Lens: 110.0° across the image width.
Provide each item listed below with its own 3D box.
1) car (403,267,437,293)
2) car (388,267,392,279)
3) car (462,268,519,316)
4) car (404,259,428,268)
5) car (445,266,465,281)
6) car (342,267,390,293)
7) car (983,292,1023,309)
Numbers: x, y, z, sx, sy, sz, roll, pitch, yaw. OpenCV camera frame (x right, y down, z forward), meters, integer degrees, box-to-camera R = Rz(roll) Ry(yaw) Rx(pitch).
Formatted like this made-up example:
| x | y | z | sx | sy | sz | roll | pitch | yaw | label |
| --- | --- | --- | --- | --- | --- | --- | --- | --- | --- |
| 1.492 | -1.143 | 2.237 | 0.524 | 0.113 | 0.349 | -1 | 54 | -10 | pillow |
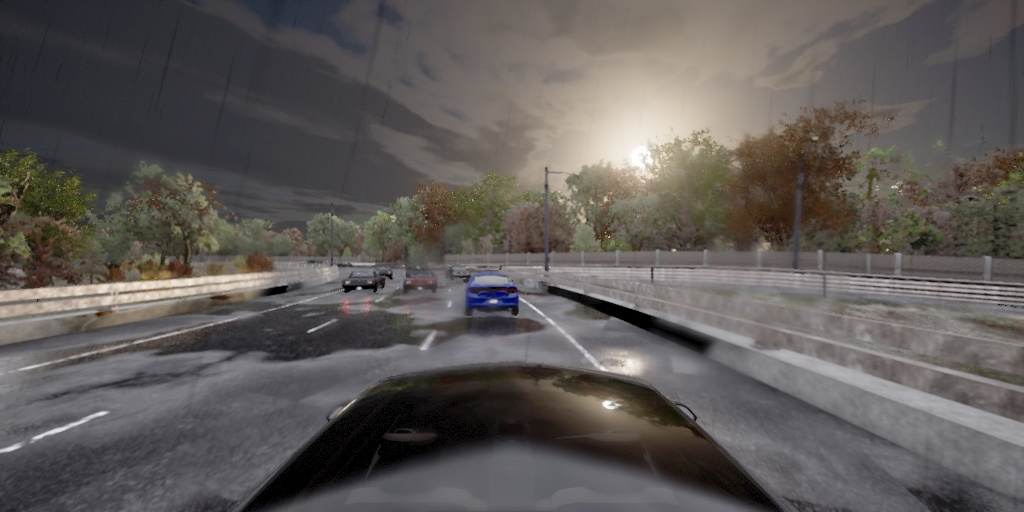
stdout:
| x | y | z | sx | sy | sz | roll | pitch | yaw | label |
| --- | --- | --- | --- | --- | --- | --- | --- | --- | --- |
| -5.803 | 1.597 | 23.084 | 1.895 | 1.301 | 4.718 | 0 | -1 | -11 | car |
| -13.792 | 1.774 | 38.219 | 1.895 | 1.301 | 4.718 | 0 | -1 | -20 | car |
| -0.896 | 1.372 | 14.354 | 1.882 | 1.535 | 5.008 | 0 | 0 | -7 | car |
| -10.488 | 1.403 | 39.353 | 2.150 | 2.045 | 5.566 | 0 | -1 | -20 | car |
| -5.475 | 1.687 | 35.735 | 2.033 | 1.411 | 5.357 | 0 | -1 | -18 | car |
| -9.368 | 1.599 | 23.096 | 1.895 | 1.301 | 4.718 | 0 | -1 | -12 | car |
| 30.706 | 2.400 | 20.344 | 4.892 | 1.490 | 1.837 | 4 | 2 | 33 | car |
